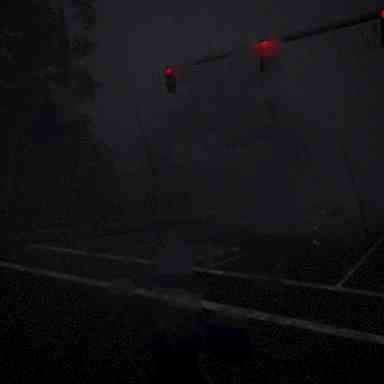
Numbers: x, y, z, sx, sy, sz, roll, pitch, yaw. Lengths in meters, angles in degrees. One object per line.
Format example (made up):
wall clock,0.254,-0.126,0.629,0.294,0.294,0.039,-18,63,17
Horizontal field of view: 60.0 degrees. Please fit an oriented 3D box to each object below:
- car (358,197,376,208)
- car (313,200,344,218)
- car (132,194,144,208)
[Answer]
car,25.610,1.421,48.641,1.882,1.535,5.008,1,0,35
car,12.288,1.438,29.810,2.128,1.511,4.902,1,0,35
car,-4.441,0.995,35.200,3.806,1.475,1.970,1,0,36
